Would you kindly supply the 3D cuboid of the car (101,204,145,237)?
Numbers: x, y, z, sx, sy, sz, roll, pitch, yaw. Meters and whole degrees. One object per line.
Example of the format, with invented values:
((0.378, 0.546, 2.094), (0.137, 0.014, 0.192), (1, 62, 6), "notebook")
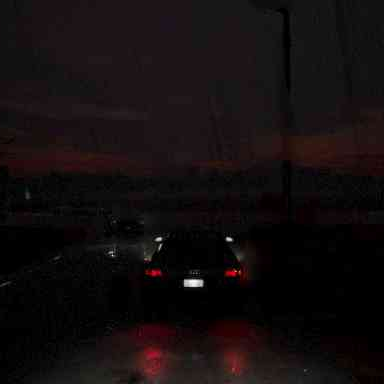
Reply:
((-3.843, 1.465, 18.532), (1.882, 1.535, 5.008), (1, 0, -18), "car")

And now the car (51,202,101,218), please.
((-10.638, 1.603, 30.751), (4.718, 1.301, 1.895), (0, 2, 19), "car")

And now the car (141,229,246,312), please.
((0.046, 1.558, 7.807), (1.994, 1.385, 4.181), (0, 0, 1), "car")
